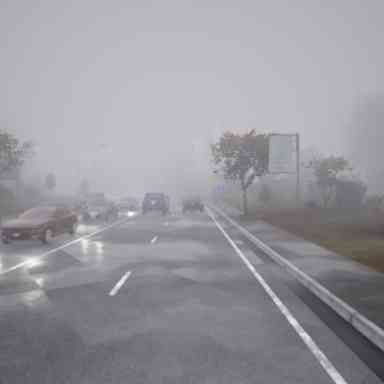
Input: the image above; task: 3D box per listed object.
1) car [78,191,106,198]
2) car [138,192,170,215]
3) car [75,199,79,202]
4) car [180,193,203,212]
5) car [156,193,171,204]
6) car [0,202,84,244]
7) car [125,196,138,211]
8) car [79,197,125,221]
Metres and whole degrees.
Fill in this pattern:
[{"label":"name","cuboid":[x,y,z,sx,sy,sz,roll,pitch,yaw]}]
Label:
[{"label":"car","cuboid":[-10.514,0.989,35.026,2.150,2.045,5.566,0,1,0]},{"label":"car","cuboid":[-3.408,1.040,31.905,2.150,2.045,5.566,0,1,0]},{"label":"car","cuboid":[-10.510,1.456,24.661,2.033,1.411,5.357,0,1,0]},{"label":"car","cuboid":[0.061,1.111,35.664,2.097,1.767,4.553,0,1,-1]},{"label":"car","cuboid":[-4.444,0.926,50.973,2.128,1.511,4.902,0,1,-7]},{"label":"car","cuboid":[-7.052,1.447,15.895,1.882,1.535,5.008,0,0,0]},{"label":"car","cuboid":[-7.013,1.248,36.417,1.837,1.490,4.892,0,1,0]},{"label":"car","cuboid":[-7.003,1.386,25.991,2.128,1.511,4.902,0,1,0]}]
